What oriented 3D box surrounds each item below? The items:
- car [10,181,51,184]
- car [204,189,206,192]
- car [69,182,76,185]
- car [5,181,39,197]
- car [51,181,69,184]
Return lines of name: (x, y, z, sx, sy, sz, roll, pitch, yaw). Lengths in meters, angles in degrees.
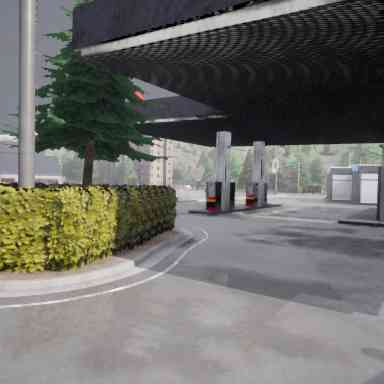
car: (-17.196, -0.173, 35.193, 3.866, 1.878, 1.905, 2, 2, 35)
car: (4.930, -0.335, 65.577, 5.027, 1.636, 2.152, 2, 2, 35)
car: (-25.395, -1.278, 68.053, 4.605, 1.855, 1.932, 2, 2, 35)
car: (-21.727, -0.457, 42.412, 4.605, 1.855, 1.932, 2, 2, 35)
car: (-26.734, -1.251, 65.441, 3.866, 1.878, 1.905, 2, 2, 35)
